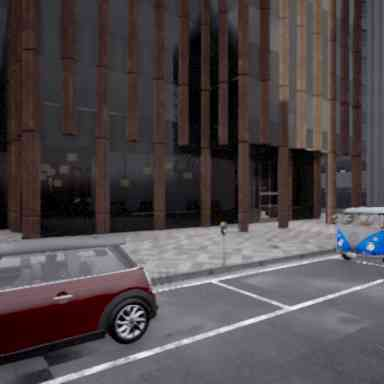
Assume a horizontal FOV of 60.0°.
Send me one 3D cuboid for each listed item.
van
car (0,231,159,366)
[{"bbox_3d":[6.558,1.399,11.324,3.998,1.788,1.690,0,0,-35],"label":"van"},{"bbox_3d":[-2.623,1.443,4.782,4.097,1.590,1.967,0,0,-35],"label":"car"}]
